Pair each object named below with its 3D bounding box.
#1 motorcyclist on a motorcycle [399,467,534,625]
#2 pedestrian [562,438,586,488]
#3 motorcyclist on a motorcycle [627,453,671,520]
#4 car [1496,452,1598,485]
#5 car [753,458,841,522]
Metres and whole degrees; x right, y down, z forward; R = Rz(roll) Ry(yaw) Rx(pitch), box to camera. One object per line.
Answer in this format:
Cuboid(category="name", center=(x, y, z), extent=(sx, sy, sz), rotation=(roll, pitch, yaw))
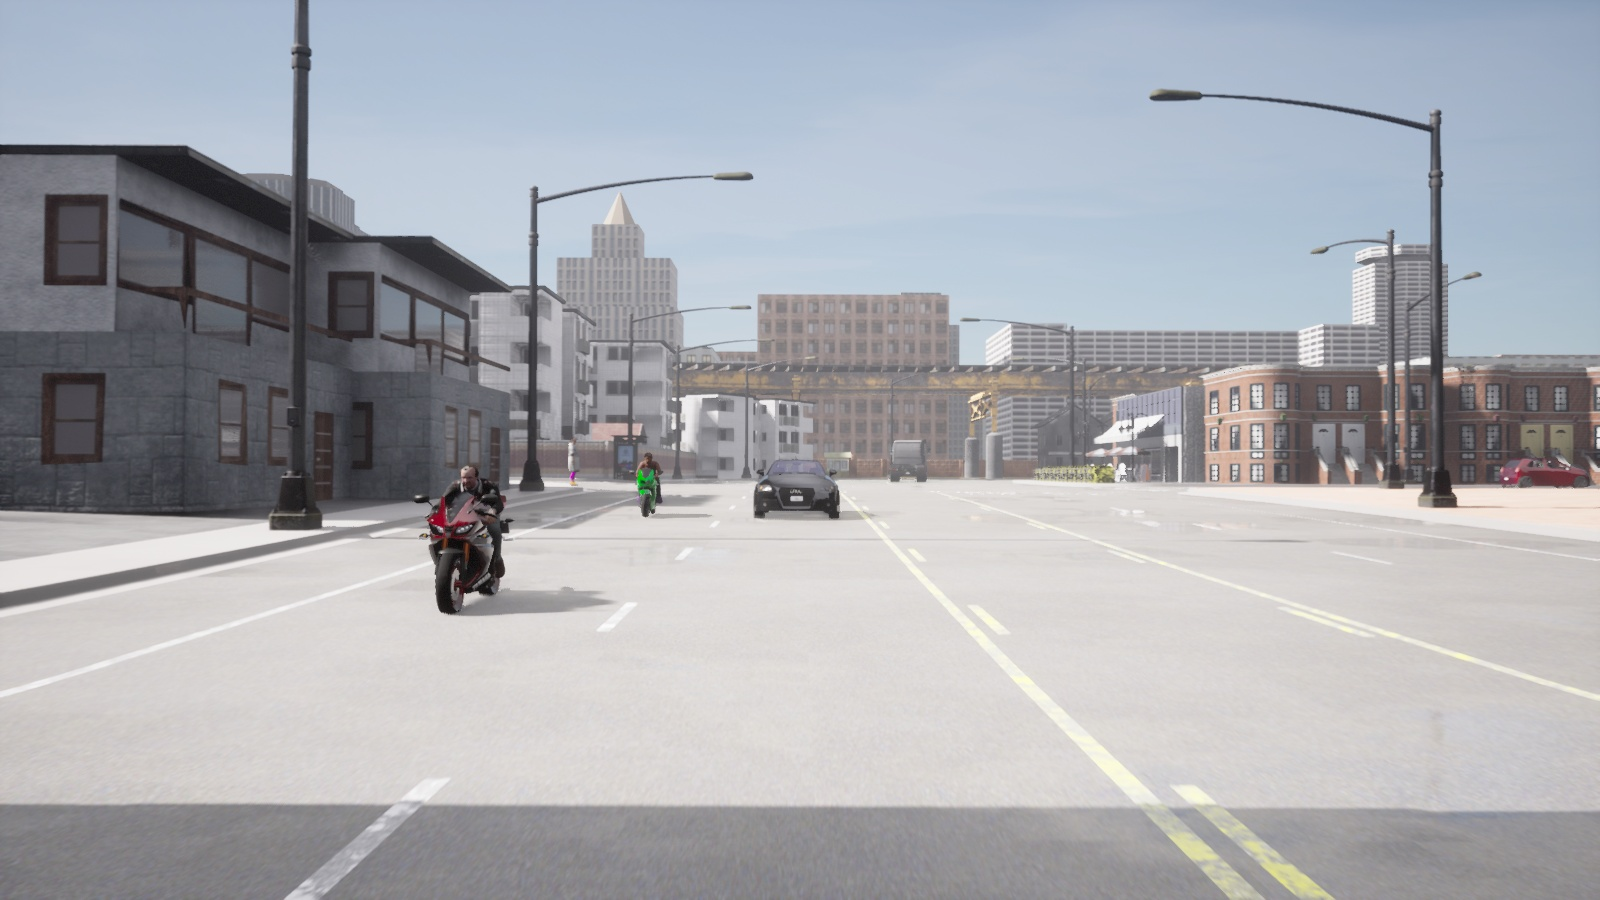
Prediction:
Cuboid(category="motorcyclist on a motorcycle", center=(-3.532, 0.965, 13.511), extent=(0.866, 1.530, 2.191), rotation=(0, 0, 0))
Cuboid(category="pedestrian", center=(-9.021, 0.526, 50.097), extent=(0.873, 1.952, 0.659), rotation=(0, -1, -6))
Cuboid(category="motorcyclist on a motorcycle", center=(-3.571, 0.839, 29.763), extent=(0.797, 1.523, 2.044), rotation=(0, 0, 0))
Cuboid(category="car", center=(34.884, 0.872, 58.686), extent=(3.633, 1.501, 1.845), rotation=(0, -1, 1))
Cuboid(category="car", center=(-0.073, 0.905, 30.347), extent=(1.994, 1.385, 4.181), rotation=(0, 0, 0))
